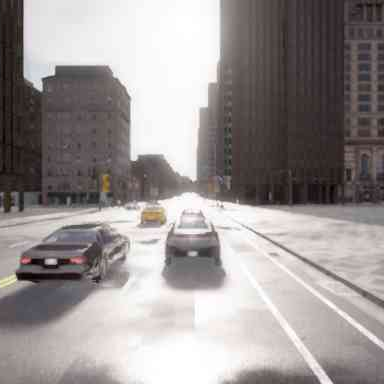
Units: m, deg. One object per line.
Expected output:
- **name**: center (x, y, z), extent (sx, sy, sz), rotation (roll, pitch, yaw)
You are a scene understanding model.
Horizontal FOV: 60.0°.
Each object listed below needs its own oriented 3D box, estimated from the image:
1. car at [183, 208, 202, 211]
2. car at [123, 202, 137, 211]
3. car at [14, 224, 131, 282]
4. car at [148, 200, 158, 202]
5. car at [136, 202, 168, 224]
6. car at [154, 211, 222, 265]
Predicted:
- **car**: center (0.037, 1.976, 26.718), extent (1.895, 1.301, 4.718), rotation (0, -1, 0)
- **car**: center (-9.803, 2.337, 54.441), extent (1.812, 1.442, 4.674), rotation (0, -1, 1)
- **car**: center (-3.226, 1.683, 10.157), extent (2.033, 1.411, 5.357), rotation (0, -1, 0)
- **car**: center (-6.546, 2.175, 55.204), extent (2.097, 1.767, 4.553), rotation (0, -1, 1)
- **car**: center (-3.197, 1.881, 28.556), extent (1.882, 1.535, 5.008), rotation (0, -1, 0)
- **car**: center (0.043, 1.656, 12.306), extent (2.128, 1.511, 4.902), rotation (0, -1, 0)
